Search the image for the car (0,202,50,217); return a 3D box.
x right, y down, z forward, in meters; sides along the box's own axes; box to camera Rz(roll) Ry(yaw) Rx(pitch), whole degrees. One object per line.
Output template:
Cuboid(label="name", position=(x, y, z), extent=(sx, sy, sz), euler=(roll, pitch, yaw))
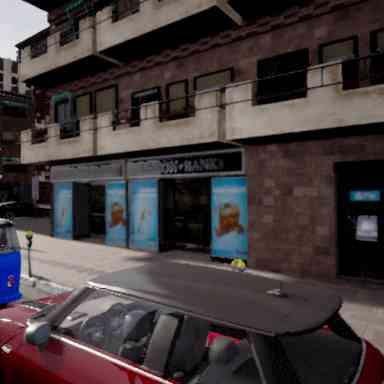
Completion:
Cuboid(label="car", position=(-13.065, 1.395, 25.526), extent=(1.947, 1.339, 4.313), euler=(-1, -1, 36))

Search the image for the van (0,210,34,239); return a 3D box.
Cuboid(label="van", position=(-4.926, 1.287, 6.371), extent=(3.998, 1.788, 1.690), euler=(1, -1, 36))

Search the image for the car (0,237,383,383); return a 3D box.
Cuboid(label="car", position=(-0.431, 1.425, 3.163), extent=(4.097, 1.590, 1.967), euler=(1, -1, 36))
